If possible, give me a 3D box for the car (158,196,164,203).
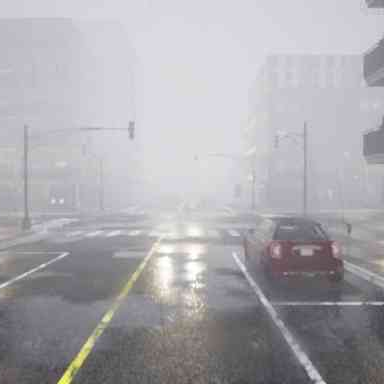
[{"bbox_3d":[-5.707,1.444,64.490,1.752,1.417,4.829,-1,0,0],"label":"car"}]

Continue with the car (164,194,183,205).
[{"bbox_3d":[-3.076,1.405,56.074,1.882,1.535,5.008,0,0,1],"label":"car"}]

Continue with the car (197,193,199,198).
[{"bbox_3d":[2.636,1.353,70.298,1.967,1.590,4.097,-1,0,0],"label":"car"}]

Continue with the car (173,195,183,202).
[{"bbox_3d":[-3.043,1.446,71.554,1.994,1.385,4.181,0,0,0],"label":"car"}]

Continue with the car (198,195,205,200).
[{"bbox_3d":[2.624,1.433,92.982,1.887,1.381,4.507,-1,0,0],"label":"car"}]

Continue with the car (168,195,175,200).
[{"bbox_3d":[-5.723,1.470,93.014,1.802,1.307,4.206,-1,0,0],"label":"car"}]

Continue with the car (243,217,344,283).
[{"bbox_3d":[2.672,1.426,9.671,1.967,1.590,4.097,-1,0,0],"label":"car"}]

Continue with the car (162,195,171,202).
[{"bbox_3d":[-5.713,1.432,75.831,1.752,1.417,4.829,-1,0,0],"label":"car"}]

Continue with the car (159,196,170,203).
[{"bbox_3d":[-5.709,1.478,70.331,1.947,1.339,4.313,-1,0,0],"label":"car"}]

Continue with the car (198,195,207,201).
[{"bbox_3d":[2.630,1.451,81.640,2.008,1.369,4.403,-1,0,0],"label":"car"}]

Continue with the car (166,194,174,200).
[{"bbox_3d":[-5.722,1.334,87.343,1.967,1.590,4.097,-1,0,0],"label":"car"}]

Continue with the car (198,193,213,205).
[{"bbox_3d":[2.642,1.365,58.957,1.967,1.590,4.097,-1,0,0],"label":"car"}]
